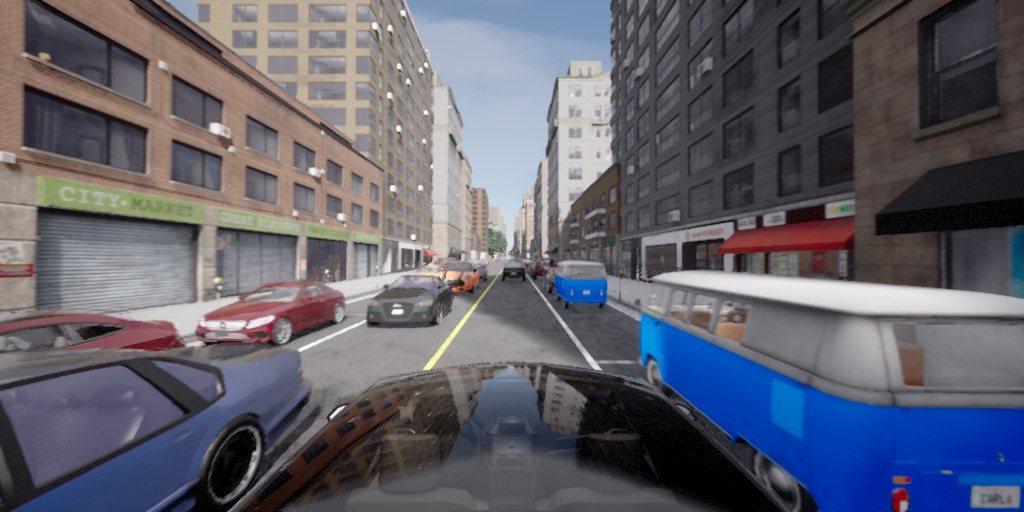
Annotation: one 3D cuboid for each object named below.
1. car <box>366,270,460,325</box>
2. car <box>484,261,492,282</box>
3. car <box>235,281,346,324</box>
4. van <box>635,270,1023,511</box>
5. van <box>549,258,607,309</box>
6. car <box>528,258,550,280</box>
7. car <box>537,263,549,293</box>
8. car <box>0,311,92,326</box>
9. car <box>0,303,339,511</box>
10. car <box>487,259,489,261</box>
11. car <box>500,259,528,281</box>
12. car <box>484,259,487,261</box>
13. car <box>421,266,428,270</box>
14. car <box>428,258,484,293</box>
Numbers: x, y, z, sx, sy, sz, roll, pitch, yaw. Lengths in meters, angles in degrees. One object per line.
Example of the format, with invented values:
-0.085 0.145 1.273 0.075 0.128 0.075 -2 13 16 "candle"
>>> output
-3.082 1.313 11.621 1.994 1.385 4.181 0 0 0 "car"
-2.954 1.321 29.299 1.994 1.385 4.181 0 0 0 "car"
-5.847 1.326 9.319 1.802 1.307 4.207 0 0 0 "car"
2.676 1.094 3.835 1.690 1.789 3.998 0 0 0 "van"
2.694 1.098 14.818 1.690 1.789 3.998 0 0 0 "van"
2.722 1.080 31.292 2.192 1.841 5.009 0 0 0 "car"
2.704 1.309 20.310 2.007 1.370 4.403 0 0 0 "car"
-5.857 1.325 3.827 1.802 1.307 4.207 0 0 0 "car"
-3.103 1.294 1.555 2.033 1.411 5.357 0 0 0 "car"
-5.749 1.235 64.248 1.967 1.591 4.097 0 0 0 "car"
0.149 1.239 30.688 1.882 1.535 5.008 0 0 0 "car"
-5.758 1.336 58.755 2.007 1.370 4.403 0 0 0 "car"
-5.818 1.276 25.628 1.751 1.417 4.829 0 0 0 "car"
-3.030 1.106 20.415 2.097 1.767 4.553 0 0 1 "car"
